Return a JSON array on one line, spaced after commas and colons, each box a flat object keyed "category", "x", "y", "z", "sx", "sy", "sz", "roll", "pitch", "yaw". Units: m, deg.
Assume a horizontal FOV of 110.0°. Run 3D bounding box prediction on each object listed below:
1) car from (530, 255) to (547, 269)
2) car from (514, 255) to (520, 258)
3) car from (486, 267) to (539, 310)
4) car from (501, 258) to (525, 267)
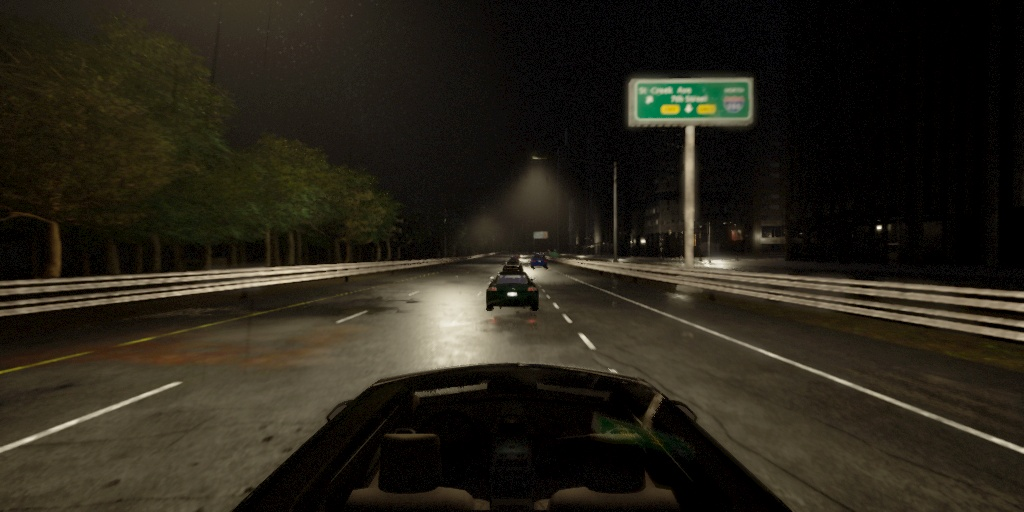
[{"category": "car", "x": 3.859, "y": 0.817, "z": 52.247, "sx": 2.150, "sy": 2.045, "sz": 5.566, "roll": 0, "pitch": 1, "yaw": 1}, {"category": "car", "x": 0.292, "y": 1.077, "z": 55.176, "sx": 1.837, "sy": 1.490, "sz": 4.892, "roll": 0, "pitch": 0, "yaw": 1}, {"category": "car", "x": 0.016, "y": 1.310, "z": 14.633, "sx": 1.994, "sy": 1.385, "sz": 4.181, "roll": 0, "pitch": 0, "yaw": 0}, {"category": "car", "x": 0.096, "y": 1.211, "z": 32.661, "sx": 1.837, "sy": 1.490, "sz": 4.892, "roll": 0, "pitch": 0, "yaw": 0}]
